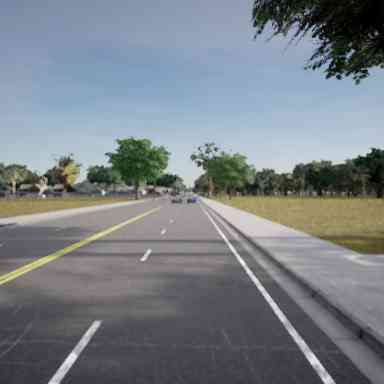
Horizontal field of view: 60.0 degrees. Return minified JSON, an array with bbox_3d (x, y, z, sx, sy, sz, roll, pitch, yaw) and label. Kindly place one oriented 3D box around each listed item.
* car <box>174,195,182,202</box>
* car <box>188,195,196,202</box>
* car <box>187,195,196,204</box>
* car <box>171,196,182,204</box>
[{"bbox_3d":[-3.328,1.579,80.337,1.812,1.442,4.674,0,0,0],"label":"car"},{"bbox_3d":[-0.078,1.553,80.340,1.837,1.490,4.892,0,0,0],"label":"car"},{"bbox_3d":[-0.068,1.648,69.920,1.882,1.535,5.008,0,0,0],"label":"car"},{"bbox_3d":[-3.318,1.697,69.917,2.128,1.511,4.902,0,0,0],"label":"car"}]
